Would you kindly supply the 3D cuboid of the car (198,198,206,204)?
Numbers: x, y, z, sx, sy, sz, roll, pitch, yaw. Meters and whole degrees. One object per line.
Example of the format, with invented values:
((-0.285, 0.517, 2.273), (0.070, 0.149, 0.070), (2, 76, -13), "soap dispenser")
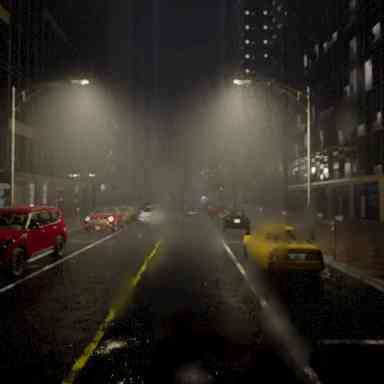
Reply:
((2.718, 2.377, 90.108), (1.947, 1.339, 4.313), (1, 0, 0), "car")

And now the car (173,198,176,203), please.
((-5.664, 2.333, 84.465), (1.947, 1.339, 4.313), (1, 0, 0), "car")

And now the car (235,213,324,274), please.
((2.699, 1.638, 10.839), (1.752, 1.417, 4.829), (1, -1, 0), "car")

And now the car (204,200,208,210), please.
((2.706, 1.965, 39.039), (1.802, 1.307, 4.206), (1, -1, 0), "car")

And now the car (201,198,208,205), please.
((2.709, 2.030, 50.388), (1.887, 1.381, 4.507), (1, 0, 0), "car")

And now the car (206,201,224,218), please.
((2.704, 1.875, 33.367), (1.887, 1.381, 4.507), (1, -1, 0), "car")

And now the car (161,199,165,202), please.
((-5.672, 2.030, 50.413), (1.887, 1.381, 4.507), (1, -1, 0), "car")

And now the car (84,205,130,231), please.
((-5.678, 1.663, 22.039), (1.967, 1.590, 4.097), (1, -1, 0), "car")

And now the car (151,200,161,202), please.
((-5.674, 2.001, 44.739), (1.947, 1.339, 4.313), (1, -1, 0), "car")

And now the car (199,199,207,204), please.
((2.716, 2.349, 84.435), (1.802, 1.307, 4.206), (1, 0, 0), "car")

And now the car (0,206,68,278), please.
((-5.680, 1.426, 10.689), (2.192, 1.841, 5.009), (1, -1, 0), "car")

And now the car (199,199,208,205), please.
((2.715, 2.272, 78.761), (2.008, 1.369, 4.403), (1, 0, 0), "car")

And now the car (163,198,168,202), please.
((-5.671, 2.086, 56.090), (2.008, 1.369, 4.403), (1, -1, 0), "car")

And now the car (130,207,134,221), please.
((-5.677, 1.800, 27.543), (1.752, 1.417, 4.829), (1, -1, 0), "car")

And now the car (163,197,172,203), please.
((-5.667, 2.070, 67.440), (1.967, 1.590, 4.097), (1, 0, 0), "car")

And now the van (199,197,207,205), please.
((2.716, 2.017, 73.088), (1.690, 1.788, 3.998), (1, 0, 0), "van")

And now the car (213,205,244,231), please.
((2.701, 1.788, 22.017), (1.947, 1.339, 4.313), (1, -1, 0), "car")

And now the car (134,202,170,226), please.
((-2.995, 1.785, 25.888), (1.812, 1.442, 4.674), (0, -1, 0), "car")
